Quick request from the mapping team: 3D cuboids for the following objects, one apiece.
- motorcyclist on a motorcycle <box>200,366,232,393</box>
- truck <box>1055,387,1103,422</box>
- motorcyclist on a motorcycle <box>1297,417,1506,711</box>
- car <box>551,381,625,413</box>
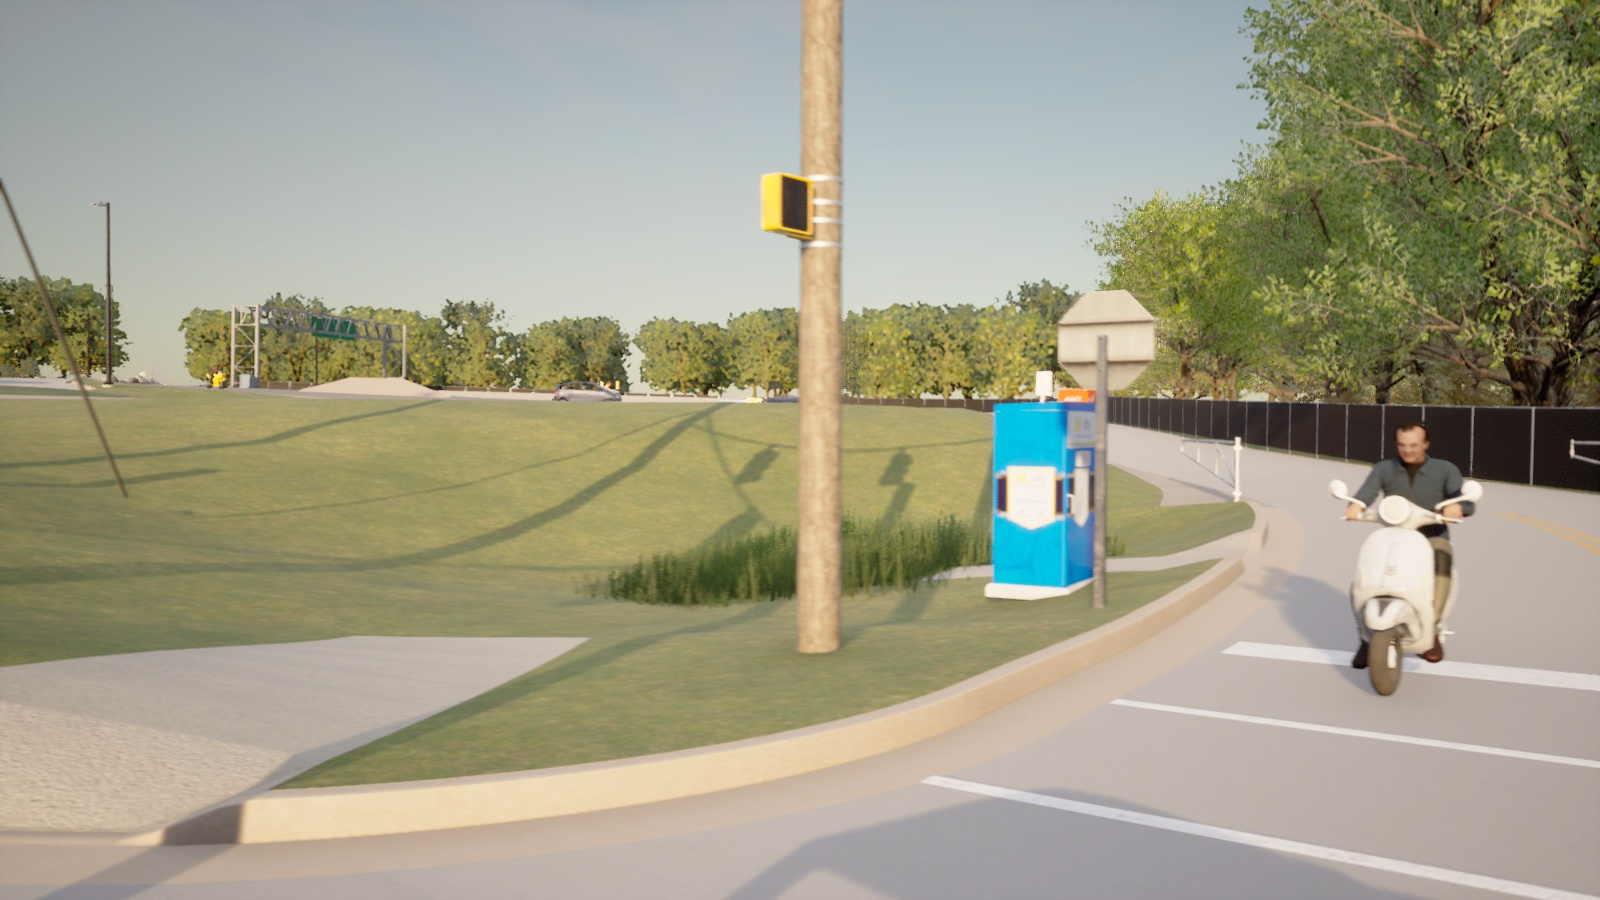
[{"bbox_3d":[-34.877,-4.220,75.008,2.044,1.523,0.797,3,2,36],"label":"motorcyclist on a motorcycle"},{"bbox_3d":[20.605,-3.410,92.624,2.627,2.467,5.204,1,3,22],"label":"truck"},{"bbox_3d":[3.793,0.599,7.839,0.866,1.590,1.817,1,2,35],"label":"motorcyclist on a motorcycle"},{"bbox_3d":[-11.511,-2.898,68.346,3.705,1.549,1.789,2,4,-2],"label":"car"}]
